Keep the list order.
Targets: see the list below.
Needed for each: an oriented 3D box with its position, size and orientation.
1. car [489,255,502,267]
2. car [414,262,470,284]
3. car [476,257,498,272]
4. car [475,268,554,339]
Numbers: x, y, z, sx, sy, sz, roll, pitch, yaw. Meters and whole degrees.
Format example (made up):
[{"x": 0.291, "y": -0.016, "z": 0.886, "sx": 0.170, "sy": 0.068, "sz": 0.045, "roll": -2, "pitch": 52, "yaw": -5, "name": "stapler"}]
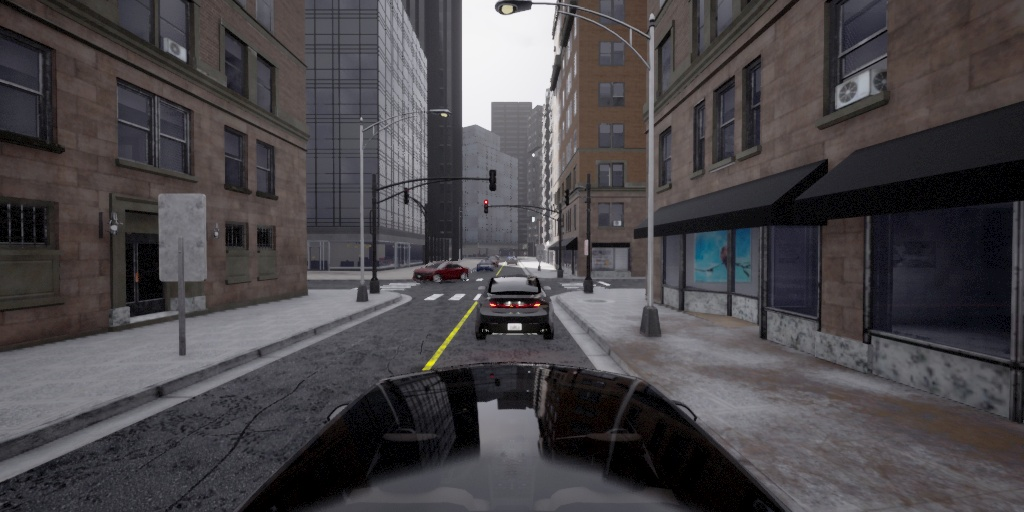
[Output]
[{"x": -3.146, "y": 0.846, "z": 56.676, "sx": 2.097, "sy": 1.767, "sz": 4.553, "roll": 0, "pitch": 1, "yaw": 0, "name": "car"}, {"x": -5.231, "y": 1.190, "z": 27.205, "sx": 1.882, "sy": 1.535, "sz": 5.008, "roll": 2, "pitch": 0, "yaw": 30, "name": "car"}, {"x": -3.140, "y": 1.180, "z": 43.080, "sx": 2.033, "sy": 1.411, "sz": 5.357, "roll": 0, "pitch": 0, "yaw": 0, "name": "car"}, {"x": 0.070, "y": 1.252, "z": 10.008, "sx": 1.837, "sy": 1.490, "sz": 4.892, "roll": 0, "pitch": 0, "yaw": 0, "name": "car"}]
